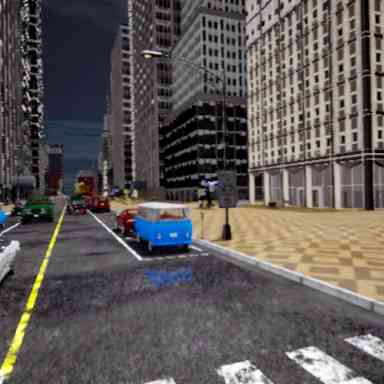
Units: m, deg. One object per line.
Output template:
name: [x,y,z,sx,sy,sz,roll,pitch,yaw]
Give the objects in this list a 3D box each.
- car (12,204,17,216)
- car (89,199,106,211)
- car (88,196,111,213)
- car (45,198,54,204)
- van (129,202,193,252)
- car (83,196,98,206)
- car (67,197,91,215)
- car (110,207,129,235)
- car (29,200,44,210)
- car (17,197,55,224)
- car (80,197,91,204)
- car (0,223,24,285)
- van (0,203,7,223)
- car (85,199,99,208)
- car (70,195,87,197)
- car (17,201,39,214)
car: [-18.793,1.889,36.943,1.947,1.339,4.313,-1,0,-20]
car: [-12.827,1.741,45.024,1.887,1.381,4.507,-1,0,-20]
car: [-10.928,1.480,39.822,2.192,1.841,5.009,-1,0,-20]
car: [-35.916,2.175,83.763,1.802,1.307,4.206,-1,0,-20]
van: [-1.310,1.350,13.854,1.690,1.788,3.998,-1,0,-20]
car: [-18.539,1.601,60.632,2.192,1.841,5.009,-1,0,-20]
car: [-12.806,1.697,37.246,2.128,1.511,4.902,-1,0,-19]
car: [-3.293,1.587,19.024,1.887,1.381,4.507,-1,0,-20]
car: [-24.500,1.995,52.550,1.802,1.307,4.206,-1,0,-20]
car: [-12.529,1.434,27.342,2.150,2.045,5.566,-1,0,-20]
car: [-23.322,1.841,72.745,1.882,1.535,5.008,-1,0,-20]
car: [-5.412,1.697,7.896,1.895,1.301,4.718,-1,0,-20]
van: [-13.089,1.572,21.337,1.690,1.788,3.998,-1,0,-20]
car: [-16.632,1.822,55.430,1.947,1.339,4.313,-1,0,-20]
car: [-16.455,1.486,47.081,2.150,2.045,5.566,-1,0,-20]
car: [-20.696,1.904,42.145,2.008,1.369,4.403,-1,0,-20]
